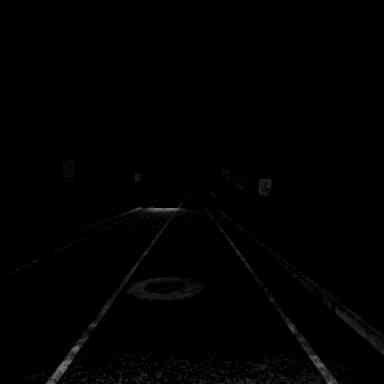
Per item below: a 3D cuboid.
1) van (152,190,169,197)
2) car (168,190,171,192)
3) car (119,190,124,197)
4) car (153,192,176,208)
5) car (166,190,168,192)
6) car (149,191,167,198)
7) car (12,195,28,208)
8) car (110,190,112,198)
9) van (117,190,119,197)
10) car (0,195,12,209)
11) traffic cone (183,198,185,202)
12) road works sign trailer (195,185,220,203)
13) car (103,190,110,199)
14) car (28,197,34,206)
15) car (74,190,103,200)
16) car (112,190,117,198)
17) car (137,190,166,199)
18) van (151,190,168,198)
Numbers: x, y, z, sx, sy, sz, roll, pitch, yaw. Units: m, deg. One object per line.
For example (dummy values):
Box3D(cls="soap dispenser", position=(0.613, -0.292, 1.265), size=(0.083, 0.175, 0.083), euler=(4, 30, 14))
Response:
Box3D(cls="van", position=(-8.928, 0.493, 94.525), size=(4.442, 1.987, 1.878), euler=(0, 0, 0))
Box3D(cls="car", position=(-8.837, 0.471, 83.313), size=(5.566, 2.045, 2.435), euler=(0, 0, 0))
Box3D(cls="car", position=(-21.887, 0.760, 91.630), size=(4.674, 1.452, 2.002), euler=(0, 0, 0))
Box3D(cls="car", position=(-3.324, 1.127, 40.399), size=(1.812, 1.442, 4.674), euler=(0, 1, 0))
Box3D(cls="car", position=(-8.843, 0.496, 74.903), size=(5.566, 2.045, 2.435), euler=(0, 0, 0))
Box3D(cls="car", position=(-8.777, 0.593, 86.114), size=(4.553, 1.767, 2.185), euler=(0, 0, 0))
Box3D(cls="car", position=(-21.944, 1.082, 37.721), size=(5.008, 1.535, 2.097), euler=(0, 1, 0))
Box3D(cls="car", position=(-21.894, 0.777, 77.709), size=(4.674, 1.452, 2.002), euler=(0, 0, 0))
Box3D(cls="van", position=(-22.005, 0.495, 86.058), size=(4.442, 1.987, 1.878), euler=(0, 0, 0))
Box3D(cls="car", position=(-21.937, 1.115, 34.448), size=(4.892, 1.521, 2.231), euler=(0, 1, 0))
Box3D(cls="traffic cone", position=(-1.357, 1.394, 56.643), size=(0.340, 0.580, 0.340), euler=(0, 1, 0))
Box3D(cls="road works sign trailer", position=(2.387, 0.557, 51.491), size=(3.560, 2.880, 2.380), euler=(-5, 46, -44))
Box3D(cls="car", position=(-21.900, 0.748, 74.922), size=(5.008, 1.535, 2.097), euler=(0, 0, 0))
Box3D(cls="car", position=(-21.932, 1.092, 40.870), size=(4.674, 1.452, 2.002), euler=(0, 1, 0))
Box3D(cls="car", position=(-21.895, 0.782, 69.354), size=(5.008, 1.535, 2.097), euler=(0, 0, 0))
Box3D(cls="car", position=(-21.858, 0.598, 83.277), size=(4.553, 1.767, 2.185), euler=(0, 0, 0))
Box3D(cls="car", position=(-8.812, 0.764, 72.103), size=(4.892, 1.521, 2.231), euler=(0, 0, 0))
Box3D(cls="van", position=(-8.693, 0.493, 88.918), size=(4.442, 1.987, 1.878), euler=(0, 0, 0))
